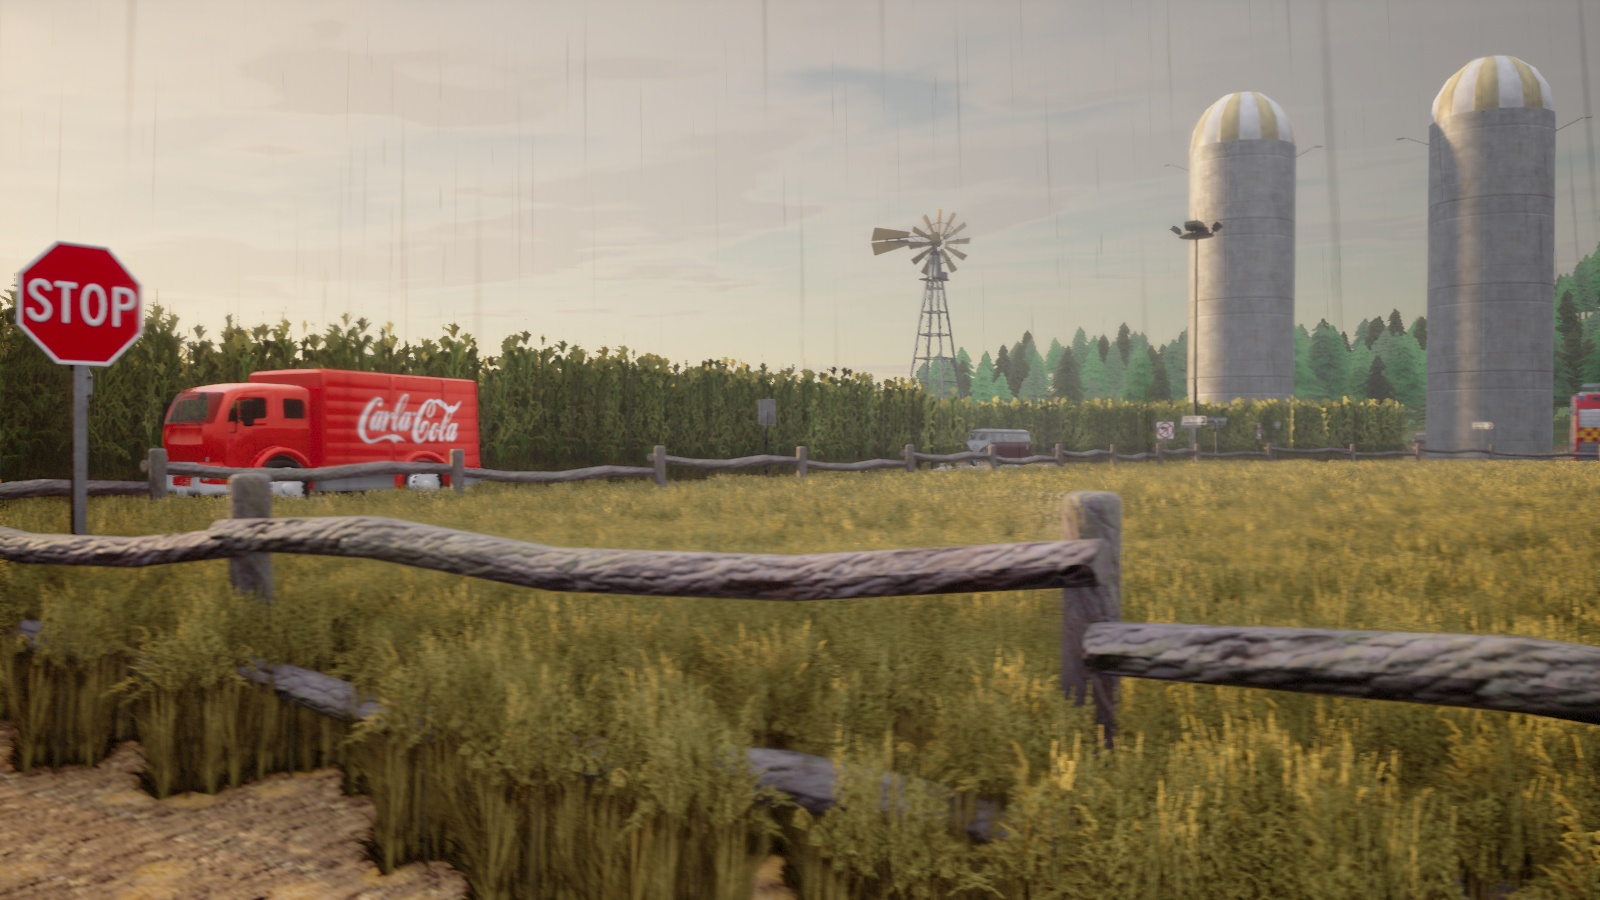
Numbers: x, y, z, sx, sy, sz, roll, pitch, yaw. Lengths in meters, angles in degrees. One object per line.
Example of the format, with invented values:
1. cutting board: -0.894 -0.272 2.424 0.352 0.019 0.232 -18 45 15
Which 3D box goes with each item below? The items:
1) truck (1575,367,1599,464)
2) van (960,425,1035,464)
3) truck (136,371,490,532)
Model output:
1. truck: 35.399 -1.396 49.112 8.468 3.827 2.891 0 1 28
2. van: 10.416 -0.307 65.945 1.775 1.987 4.442 -1 1 41
3. truck: -8.359 0.012 22.078 2.627 2.467 5.204 0 0 34
